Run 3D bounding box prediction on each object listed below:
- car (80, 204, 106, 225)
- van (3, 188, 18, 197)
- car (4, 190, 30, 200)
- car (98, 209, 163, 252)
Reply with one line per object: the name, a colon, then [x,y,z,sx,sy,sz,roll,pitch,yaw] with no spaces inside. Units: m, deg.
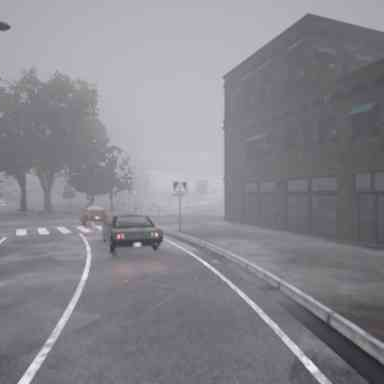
car: [-7.433,1.649,25.179,1.812,1.442,4.674,0,-1,-22]
van: [-43.987,0.649,83.577,1.878,1.987,4.442,4,2,30]
car: [-42.142,1.075,81.184,2.097,1.535,5.008,4,2,30]
car: [-2.646,1.577,13.805,1.895,1.301,4.718,0,0,-19]
